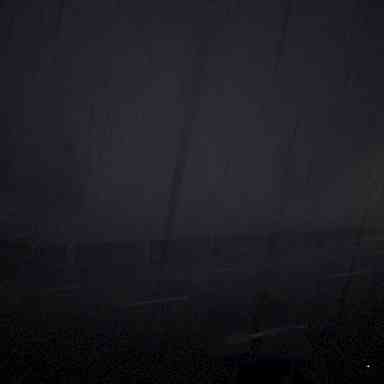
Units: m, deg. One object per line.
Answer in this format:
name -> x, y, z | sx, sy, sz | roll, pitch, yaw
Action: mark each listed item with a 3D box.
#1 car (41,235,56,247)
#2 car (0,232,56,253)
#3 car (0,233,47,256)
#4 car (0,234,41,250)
car -> -11.784, 3.703, 22.065 | 5.357, 1.411, 2.033 | -1, -4, -20
car -> -14.079, 4.307, 28.692 | 4.181, 1.385, 1.994 | -1, -4, -20
car -> -13.920, 4.012, 25.018 | 5.357, 1.411, 2.033 | -1, -4, -19
car -> -11.379, 3.384, 18.569 | 4.892, 1.490, 1.837 | -1, -4, -19
